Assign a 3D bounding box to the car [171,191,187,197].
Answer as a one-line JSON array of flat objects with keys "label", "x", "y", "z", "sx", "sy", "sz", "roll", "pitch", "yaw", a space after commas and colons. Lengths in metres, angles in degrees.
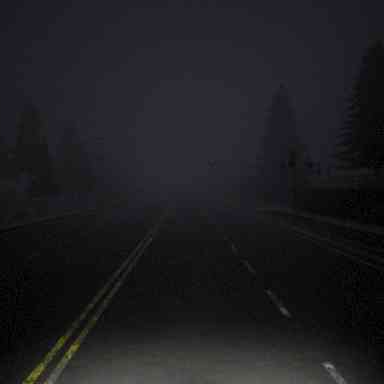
[{"label": "car", "x": -3.261, "y": 0.533, "z": 83.013, "sx": 4.181, "sy": 1.385, "sz": 1.994, "roll": -1, "pitch": 1, "yaw": -3}]
